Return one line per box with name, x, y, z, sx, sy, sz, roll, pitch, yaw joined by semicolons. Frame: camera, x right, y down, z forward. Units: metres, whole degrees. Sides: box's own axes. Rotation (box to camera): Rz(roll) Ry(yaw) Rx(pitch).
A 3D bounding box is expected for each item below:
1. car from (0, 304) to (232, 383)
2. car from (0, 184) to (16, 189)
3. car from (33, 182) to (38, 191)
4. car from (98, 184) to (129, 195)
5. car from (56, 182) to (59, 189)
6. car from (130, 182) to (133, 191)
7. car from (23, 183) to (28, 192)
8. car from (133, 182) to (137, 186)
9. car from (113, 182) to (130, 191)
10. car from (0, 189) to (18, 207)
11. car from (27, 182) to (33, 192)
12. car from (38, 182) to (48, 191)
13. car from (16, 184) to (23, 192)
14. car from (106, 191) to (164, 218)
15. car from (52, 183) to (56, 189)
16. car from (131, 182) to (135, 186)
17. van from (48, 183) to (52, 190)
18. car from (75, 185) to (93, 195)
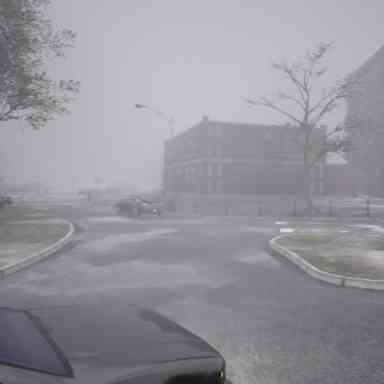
car;-2.178;1.466;1.992;5.357;1.411;2.033;0;2;-39
car;-34.544;-0.606;59.142;4.553;1.767;2.185;1;2;-7
car;-35.958;-0.851;70.087;4.892;1.521;2.231;1;2;-7
car;-14.385;-0.165;59.833;4.792;1.488;2.163;1;2;-7
car;-38.042;-1.576;86.483;4.553;1.767;2.185;1;2;-7
car;-16.028;-0.779;73.501;4.553;1.767;2.185;1;2;-7
car;-35.263;-0.623;64.616;4.674;1.452;2.002;1;2;-7
car;-17.060;-1.212;81.763;5.566;2.045;2.435;1;2;-7
car;-14.995;-0.488;65.226;4.553;1.767;2.185;1;2;-7
car;-18.436;0.649;28.876;5.357;1.411;2.033;1;1;8
car;-35.575;-0.882;67.349;4.553;1.767;2.185;1;2;-7
car;-36.663;-1.304;75.543;5.566;2.045;2.435;1;2;-7
car;-34.926;-0.570;61.881;5.008;1.535;2.097;1;2;-7
car;-3.825;0.920;23.262;2.128;1.511;4.902;0;1;-37
car;-37.675;-1.352;83.757;5.008;1.535;2.097;1;2;-7
car;-16.743;-0.858;79.014;4.892;1.521;2.231;1;2;-7
van;-37.206;-1.477;81.030;4.442;1.987;1.878;1;2;-7
car;-18.829;-0.110;58.816;1.895;1.301;4.718;1;2;-8
